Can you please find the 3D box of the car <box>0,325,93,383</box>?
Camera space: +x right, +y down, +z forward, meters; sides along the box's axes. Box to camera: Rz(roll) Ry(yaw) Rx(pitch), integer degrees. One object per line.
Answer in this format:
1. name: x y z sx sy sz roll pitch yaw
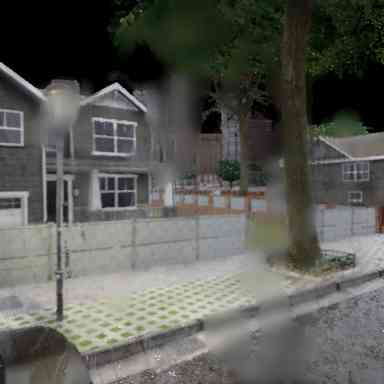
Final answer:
1. car: -2.833 1.482 1.083 5.008 1.535 1.882 0 0 -35
